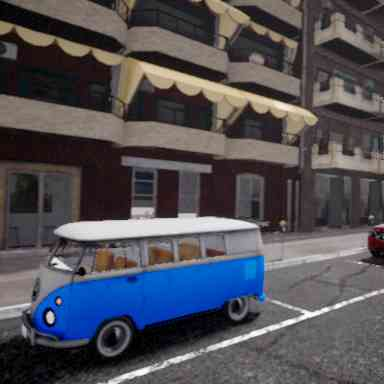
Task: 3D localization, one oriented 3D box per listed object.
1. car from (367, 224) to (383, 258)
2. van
[{"bbox_3d":[8.467,1.463,12.123,5.009,1.841,2.192,1,1,-36],"label":"car"},{"bbox_3d":[-0.532,1.370,5.692,3.998,1.788,1.690,1,1,-36],"label":"van"}]
